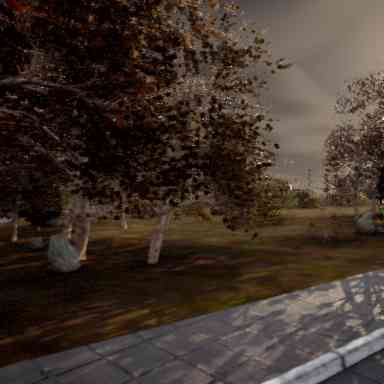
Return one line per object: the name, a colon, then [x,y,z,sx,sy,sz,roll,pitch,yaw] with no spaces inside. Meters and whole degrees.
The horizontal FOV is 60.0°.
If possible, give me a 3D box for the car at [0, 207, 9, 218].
car: [-33.021,3.262,54.511,5.566,2.045,2.435,6,-4,-41]
